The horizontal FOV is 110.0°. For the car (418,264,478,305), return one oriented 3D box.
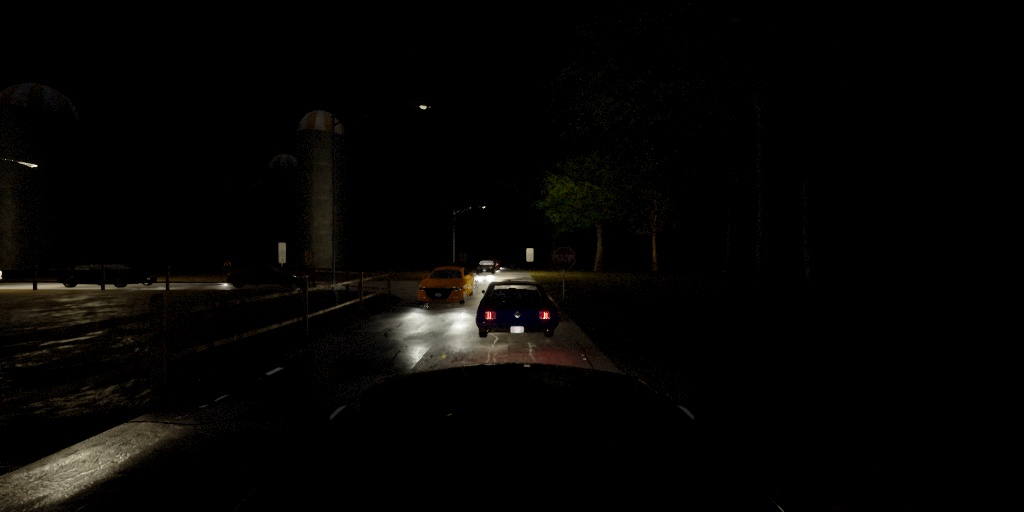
[{"bbox_3d":[-2.847,1.226,16.338,1.882,1.535,5.008,0,0,0],"label":"car"}]

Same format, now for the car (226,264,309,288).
[{"bbox_3d":[-15.495,1.240,22.844,4.674,1.442,1.812,0,0,-2],"label":"car"}]

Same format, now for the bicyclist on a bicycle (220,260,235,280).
[{"bbox_3d":[-22.734,1.135,28.724,0.582,1.620,1.656,0,0,0],"label":"bicyclist on a bicycle"}]

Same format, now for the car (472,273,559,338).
[{"bbox_3d":[0.060,1.350,10.201,1.895,1.301,4.718,0,0,-2],"label":"car"}]

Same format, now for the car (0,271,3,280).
[{"bbox_3d":[-36.095,0.889,22.654,5.566,2.045,2.150,0,0,0],"label":"car"}]

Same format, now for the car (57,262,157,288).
[{"bbox_3d":[-25.541,1.167,22.726,5.008,1.535,1.882,0,0,0],"label":"car"}]

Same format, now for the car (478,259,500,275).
[{"bbox_3d":[-2.837,1.270,39.896,2.128,1.511,4.902,0,0,0],"label":"car"}]

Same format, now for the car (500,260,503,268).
[{"bbox_3d":[-2.830,1.183,51.948,2.097,1.767,4.553,0,0,0],"label":"car"}]
